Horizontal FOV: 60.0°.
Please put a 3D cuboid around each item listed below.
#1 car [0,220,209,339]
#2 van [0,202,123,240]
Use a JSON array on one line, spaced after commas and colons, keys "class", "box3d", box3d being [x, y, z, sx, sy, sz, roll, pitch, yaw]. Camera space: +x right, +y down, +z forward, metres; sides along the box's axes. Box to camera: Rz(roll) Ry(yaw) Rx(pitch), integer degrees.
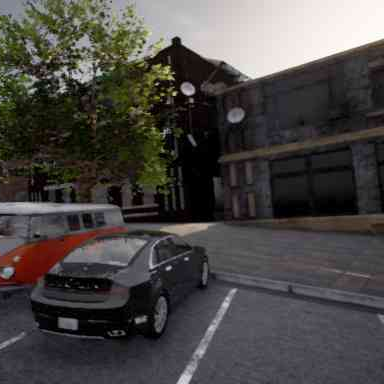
[{"class": "car", "box3d": [-0.976, 1.509, 6.721, 2.231, 1.521, 4.892, 0, -1, 16]}, {"class": "van", "box3d": [-3.448, 1.294, 8.385, 1.878, 1.987, 4.442, 0, -1, 16]}]
